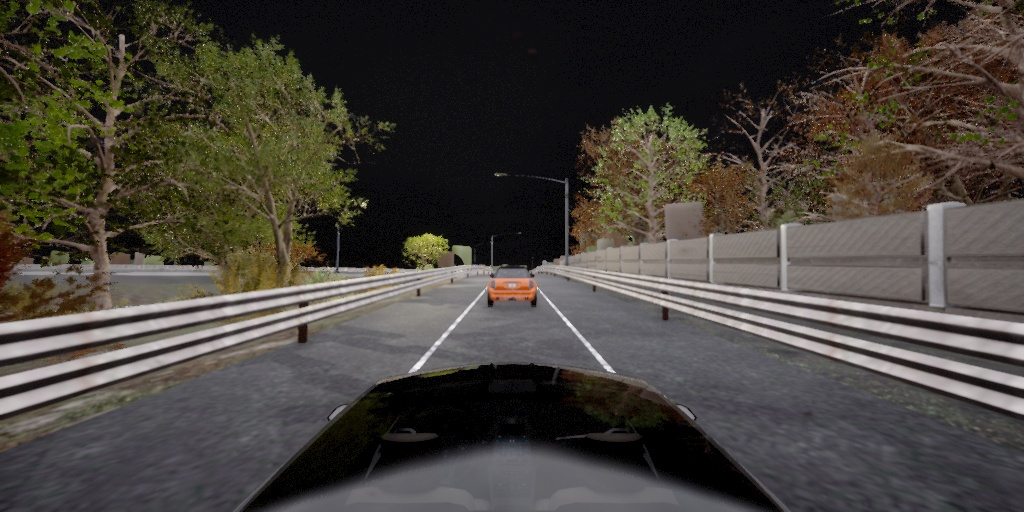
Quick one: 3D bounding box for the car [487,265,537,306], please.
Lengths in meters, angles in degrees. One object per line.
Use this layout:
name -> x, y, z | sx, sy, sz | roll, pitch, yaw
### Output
car -> 0.011, 1.245, 16.721 | 2.097, 1.767, 4.553 | 0, -1, 0
